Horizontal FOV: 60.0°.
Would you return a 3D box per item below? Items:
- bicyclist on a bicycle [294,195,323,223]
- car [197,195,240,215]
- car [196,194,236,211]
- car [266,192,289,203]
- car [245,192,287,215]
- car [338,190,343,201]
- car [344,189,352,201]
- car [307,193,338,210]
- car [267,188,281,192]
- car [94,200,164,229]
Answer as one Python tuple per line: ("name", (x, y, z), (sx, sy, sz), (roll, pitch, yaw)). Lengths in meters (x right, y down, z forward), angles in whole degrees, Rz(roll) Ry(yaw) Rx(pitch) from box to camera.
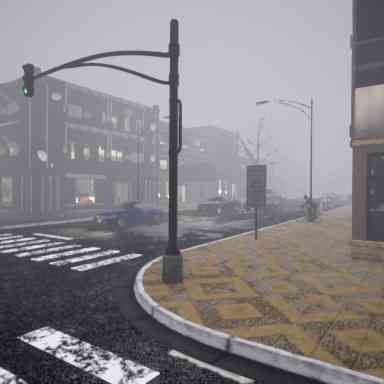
("bicyclist on a bicycle", (6.830, 1.003, 19.562), (1.656, 1.620, 0.582), (0, 1, 35))
("car", (2.350, 1.028, 28.437), (1.882, 1.535, 5.008), (1, 1, 35))
("car", (2.450, 1.011, 33.340), (2.008, 1.369, 4.403), (2, 2, 35))
("car", (12.170, 0.767, 47.203), (1.802, 1.307, 4.206), (2, 2, 35))
("car", (6.192, 1.034, 28.368), (2.128, 1.511, 4.902), (1, 1, 35))
("car", (20.363, 0.738, 48.823), (1.895, 1.301, 4.718), (1, 1, 35))
("car", (25.481, 0.619, 51.641), (1.887, 1.381, 4.507), (2, 2, 35))
("car", (12.711, 0.993, 33.029), (2.008, 1.369, 4.403), (2, 2, 35))
("car", (8.369, 0.599, 37.105), (2.150, 2.045, 5.566), (1, 1, 35))
("car", (-3.600, 1.248, 19.843), (1.812, 1.442, 4.674), (1, 1, 37))
